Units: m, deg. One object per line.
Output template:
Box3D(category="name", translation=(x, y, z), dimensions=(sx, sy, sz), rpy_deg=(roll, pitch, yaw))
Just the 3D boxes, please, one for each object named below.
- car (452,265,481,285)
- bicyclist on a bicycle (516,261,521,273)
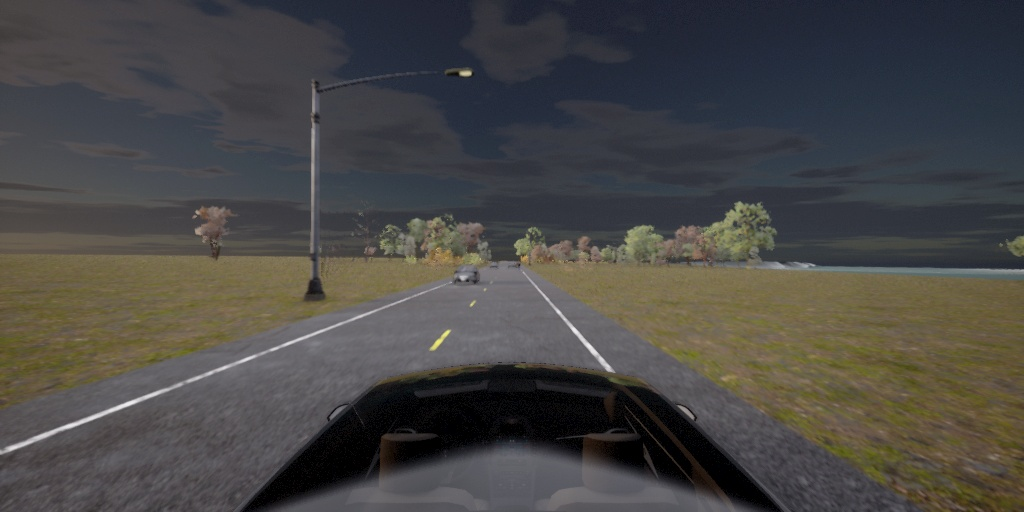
Box3D(category="car", translation=(-3.602, 1.489, 29.047), dimensions=(2.128, 1.511, 4.902), rpy_deg=(0, 0, 0))
Box3D(category="bicyclist on a bicycle", translation=(0.951, 1.549, 49.503), dimensions=(0.659, 1.776, 1.843), rpy_deg=(0, 0, 0))
